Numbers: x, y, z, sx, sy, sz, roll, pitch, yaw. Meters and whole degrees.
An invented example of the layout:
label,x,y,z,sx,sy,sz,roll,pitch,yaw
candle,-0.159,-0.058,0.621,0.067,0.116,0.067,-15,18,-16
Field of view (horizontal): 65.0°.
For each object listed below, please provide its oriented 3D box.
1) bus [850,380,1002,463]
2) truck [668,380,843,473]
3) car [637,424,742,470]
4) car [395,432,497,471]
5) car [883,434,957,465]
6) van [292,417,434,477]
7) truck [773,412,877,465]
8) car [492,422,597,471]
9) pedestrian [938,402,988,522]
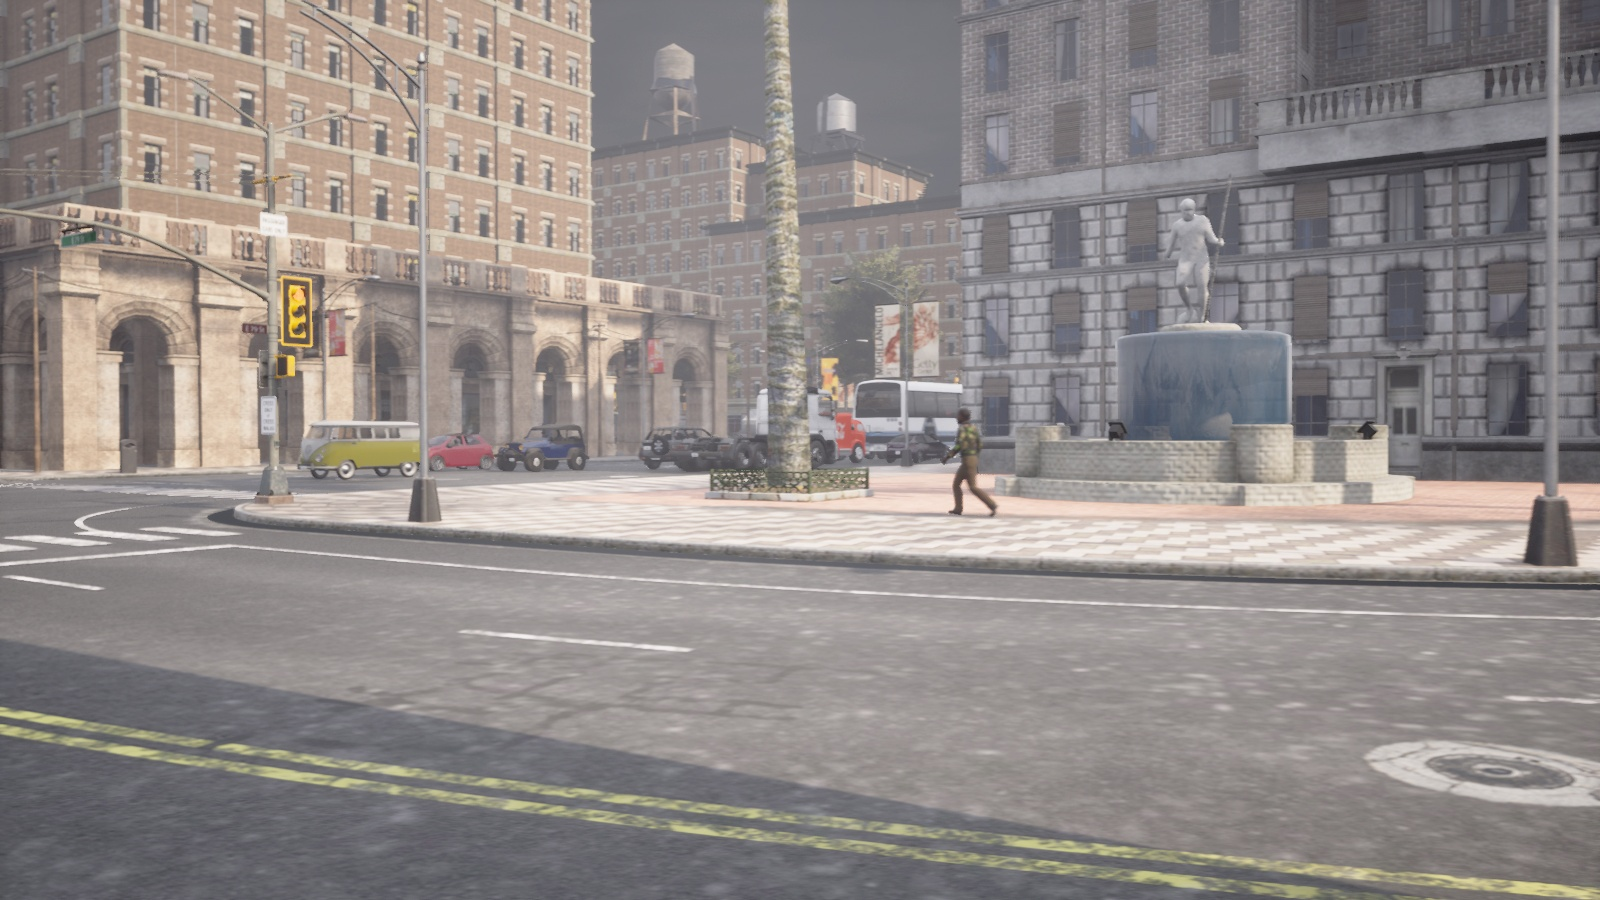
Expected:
label,x,y,z,sx,sy,sz,roll,pitch,yaw
bus,7.184,-1.558,69.813,3.944,4.253,10.273,1,1,34
truck,-1.645,-0.918,50.850,2.891,3.462,7.936,1,1,35
car,-4.587,-0.160,52.747,1.932,1.855,4.605,1,1,34
car,-14.340,0.023,51.024,1.845,1.501,3.633,1,1,35
car,5.956,-0.054,61.829,1.816,1.474,4.193,1,1,34
van,-15.143,-0.133,43.716,1.775,1.987,4.442,1,1,35
truck,1.272,-0.564,61.174,2.627,2.467,5.204,1,1,35
car,-10.276,-0.174,50.703,1.905,1.878,3.866,1,1,35
pedestrian,2.681,0.187,20.668,0.692,1.930,0.395,1,1,31
